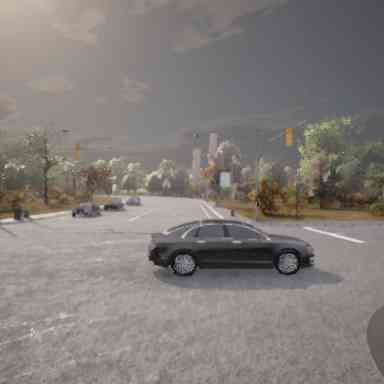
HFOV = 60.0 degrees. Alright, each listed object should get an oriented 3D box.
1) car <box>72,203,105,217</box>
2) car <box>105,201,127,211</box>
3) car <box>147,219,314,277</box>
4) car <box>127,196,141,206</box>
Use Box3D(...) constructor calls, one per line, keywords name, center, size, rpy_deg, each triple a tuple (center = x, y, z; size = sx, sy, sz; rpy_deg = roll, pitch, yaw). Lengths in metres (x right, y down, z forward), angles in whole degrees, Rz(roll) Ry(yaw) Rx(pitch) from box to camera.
Box3D(name="car", center=(-10.649, 1.763, 33.788), size=(1.994, 1.385, 4.181), rpy_deg=(0, 0, 0))
Box3D(name="car", center=(-10.668, 1.859, 45.718), size=(1.895, 1.301, 4.718), rpy_deg=(0, 0, 0))
Box3D(name="car", center=(1.128, 1.578, 9.959), size=(4.892, 1.490, 1.837), rpy_deg=(0, 0, -3))
Box3D(name="car", center=(-10.614, 1.560, 60.860), size=(2.097, 1.767, 4.553), rpy_deg=(0, 1, 0))
